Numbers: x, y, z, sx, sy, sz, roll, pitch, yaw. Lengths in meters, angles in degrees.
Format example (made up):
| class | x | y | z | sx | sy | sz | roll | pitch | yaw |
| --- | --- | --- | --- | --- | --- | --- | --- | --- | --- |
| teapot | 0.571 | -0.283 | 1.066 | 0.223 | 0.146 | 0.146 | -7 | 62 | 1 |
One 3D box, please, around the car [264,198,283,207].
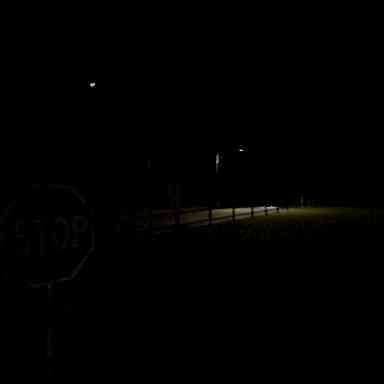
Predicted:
| class | x | y | z | sx | sy | sz | roll | pitch | yaw |
| --- | --- | --- | --- | --- | --- | --- | --- | --- | --- |
| car | 12.603 | 1.558 | 51.588 | 1.994 | 1.385 | 4.181 | -1 | 0 | 31 |
